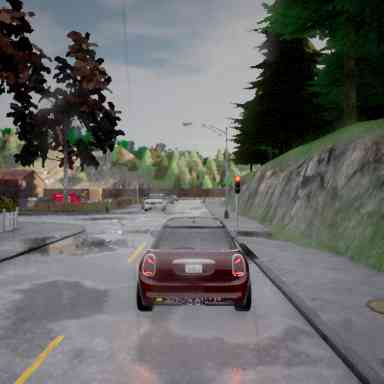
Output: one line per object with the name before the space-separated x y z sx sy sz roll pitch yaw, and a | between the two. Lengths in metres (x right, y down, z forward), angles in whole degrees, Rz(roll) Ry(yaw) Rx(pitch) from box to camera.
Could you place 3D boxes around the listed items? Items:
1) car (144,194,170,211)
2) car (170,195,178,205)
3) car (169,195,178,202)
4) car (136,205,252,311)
car | -4.137 1.222 38.650 2.150 2.045 5.566 0 0 1
car | -4.077 1.490 57.237 2.128 1.511 4.902 0 0 0
car | -3.992 1.462 72.821 1.812 1.442 4.674 0 0 0
car | 0.055 1.352 7.910 2.097 1.767 4.553 0 0 1
